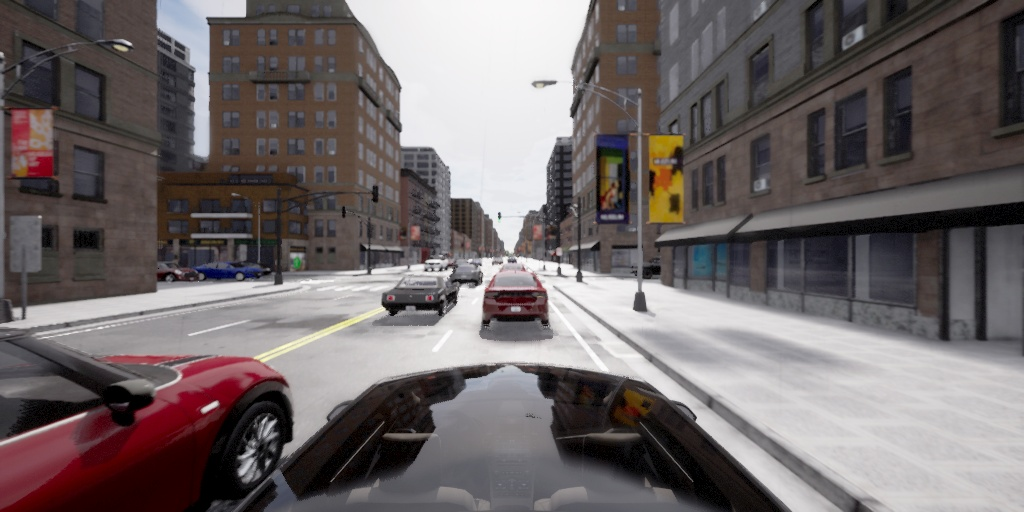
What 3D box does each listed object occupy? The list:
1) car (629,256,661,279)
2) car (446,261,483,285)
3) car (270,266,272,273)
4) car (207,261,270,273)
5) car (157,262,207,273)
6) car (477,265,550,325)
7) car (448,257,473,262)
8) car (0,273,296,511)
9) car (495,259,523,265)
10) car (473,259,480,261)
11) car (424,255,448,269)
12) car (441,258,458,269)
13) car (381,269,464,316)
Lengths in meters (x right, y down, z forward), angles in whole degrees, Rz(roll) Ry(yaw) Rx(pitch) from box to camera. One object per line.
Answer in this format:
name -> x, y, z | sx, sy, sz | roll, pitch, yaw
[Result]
car -> 13.380, 0.983, 31.887 | 5.566, 2.045, 2.150 | 0, 0, 0
car -> -3.145, 1.290, 25.478 | 1.994, 1.385, 4.181 | 0, 0, 0
car -> -25.369, 1.299, 34.275 | 4.313, 1.339, 1.948 | 0, 0, 0
car -> -22.742, 1.196, 28.775 | 5.008, 1.535, 1.882 | 0, 0, 0
car -> -25.412, 1.149, 26.250 | 4.097, 1.591, 1.967 | 0, 0, 0
car -> 0.103, 1.218, 11.745 | 1.882, 1.535, 5.008 | 0, 0, 0
car -> -6.582, 1.183, 46.495 | 1.882, 1.535, 5.008 | 0, 0, -1
car -> -3.151, 1.103, 1.618 | 2.097, 1.767, 4.553 | 0, 0, 0
car -> 0.085, 1.206, 24.142 | 1.882, 1.535, 5.008 | 0, 0, 0
car -> -6.558, 1.294, 55.834 | 1.895, 1.301, 4.718 | 0, 0, 0
car -> -9.813, 0.926, 46.751 | 2.150, 2.045, 5.566 | 0, 0, 2
car -> -9.801, 1.170, 56.752 | 1.882, 1.535, 5.008 | 0, 0, 0
car -> -3.148, 1.340, 13.389 | 1.895, 1.301, 4.718 | 0, 0, 0
